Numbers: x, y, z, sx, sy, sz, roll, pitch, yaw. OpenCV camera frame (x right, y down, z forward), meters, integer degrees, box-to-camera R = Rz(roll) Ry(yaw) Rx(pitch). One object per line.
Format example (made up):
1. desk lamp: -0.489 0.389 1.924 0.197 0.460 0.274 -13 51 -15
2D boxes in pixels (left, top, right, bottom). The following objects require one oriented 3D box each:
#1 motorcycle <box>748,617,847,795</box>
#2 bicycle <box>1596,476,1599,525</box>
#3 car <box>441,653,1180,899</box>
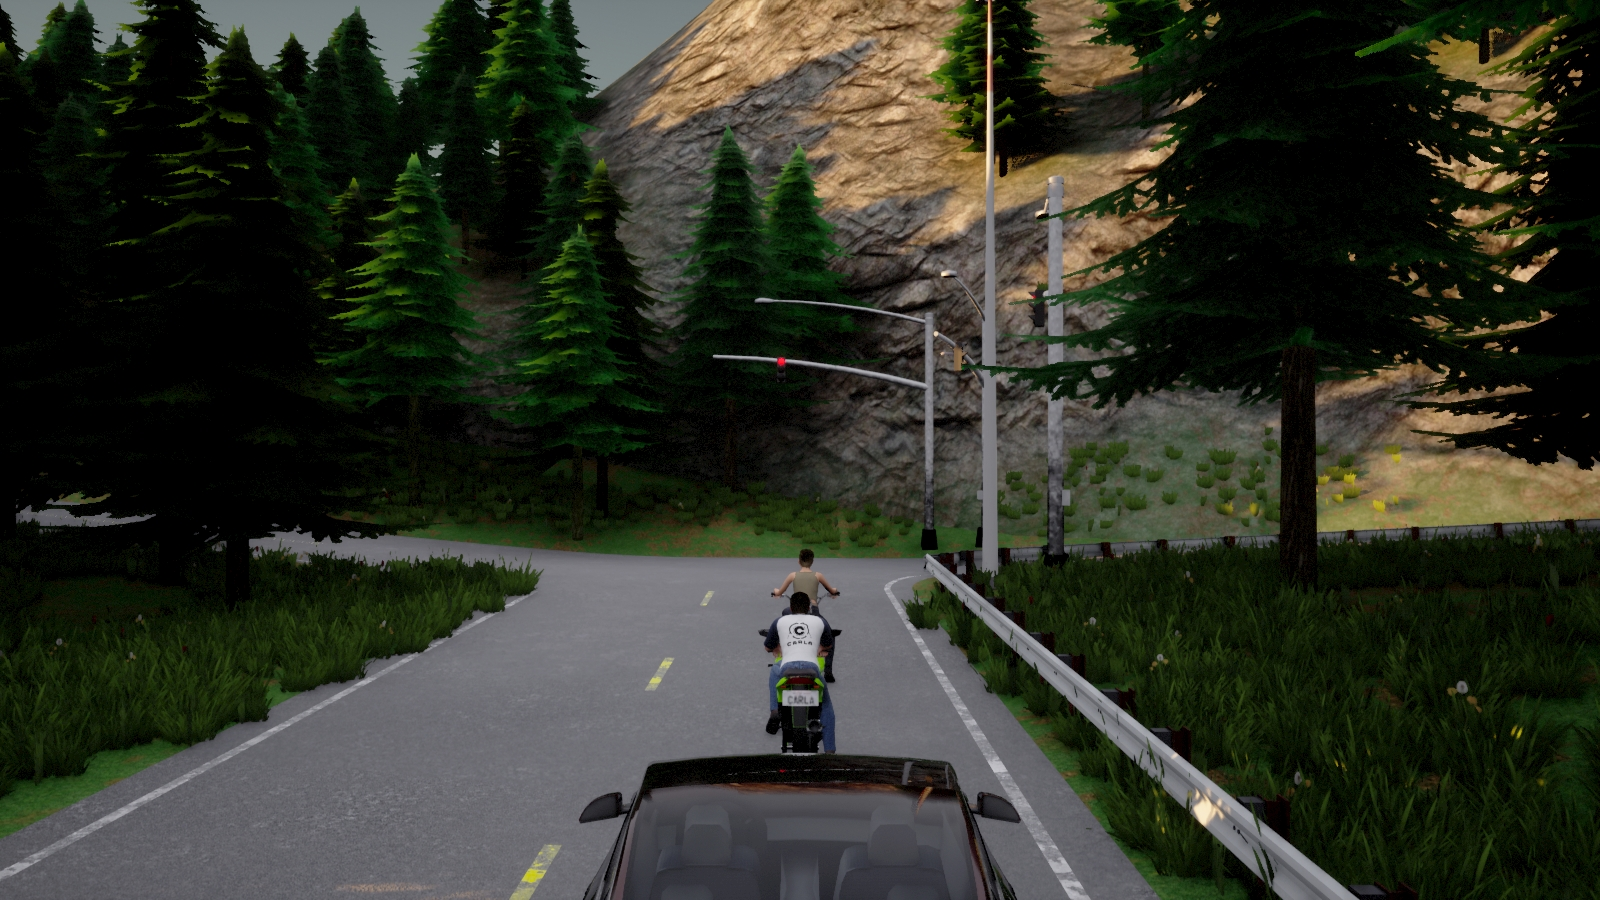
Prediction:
1. motorcycle: -0.020 2.213 10.238 0.803 1.145 2.033 0 0 0
2. bicycle: 21.725 1.355 29.474 1.835 1.471 0.329 -5 -2 26
3. car: 0.029 2.063 5.012 2.163 1.488 4.792 0 0 0
